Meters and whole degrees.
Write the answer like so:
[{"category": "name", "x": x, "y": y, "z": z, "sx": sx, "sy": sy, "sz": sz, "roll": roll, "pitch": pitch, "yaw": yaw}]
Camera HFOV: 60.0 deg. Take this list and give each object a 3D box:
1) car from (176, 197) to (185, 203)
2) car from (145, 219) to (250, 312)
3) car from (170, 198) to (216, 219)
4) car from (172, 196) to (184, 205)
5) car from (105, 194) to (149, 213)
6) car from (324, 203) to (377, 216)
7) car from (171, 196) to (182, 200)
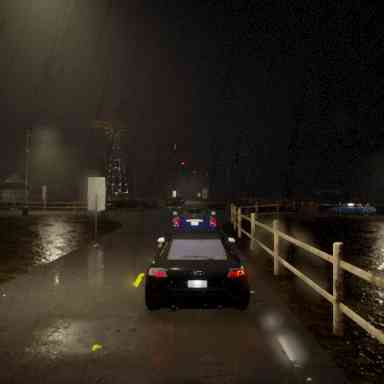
[{"category": "car", "x": -2.658, "y": 1.933, "z": 76.635, "sx": 1.895, "sy": 1.301, "sz": 4.718, "roll": 0, "pitch": 0, "yaw": 0}, {"category": "car", "x": 0.106, "y": 1.573, "z": 7.804, "sx": 1.994, "sy": 1.385, "sz": 4.181, "roll": 0, "pitch": 0, "yaw": 0}, {"category": "car", "x": 0.115, "y": 1.380, "z": 16.447, "sx": 2.097, "sy": 1.767, "sz": 4.553, "roll": 0, "pitch": 0, "yaw": 0}, {"category": "car", "x": -2.702, "y": 1.614, "z": 66.416, "sx": 2.097, "sy": 1.767, "sz": 4.553, "roll": 0, "pitch": 0, "yaw": 1}, {"category": "car", "x": -7.455, "y": 1.219, "z": 36.186, "sx": 5.566, "sy": 2.045, "sz": 2.150, "roll": 1, "pitch": 0, "yaw": -23}, {"category": "car", "x": 17.892, "y": 1.950, "z": 37.724, "sx": 5.357, "sy": 1.411, "sz": 2.033, "roll": 1, "pitch": -2, "yaw": 0}, {"category": "car", "x": -2.757, "y": 1.677, "z": 57.167, "sx": 1.882, "sy": 1.535, "sz": 5.008, "roll": 0, "pitch": 0, "yaw": 0}]
